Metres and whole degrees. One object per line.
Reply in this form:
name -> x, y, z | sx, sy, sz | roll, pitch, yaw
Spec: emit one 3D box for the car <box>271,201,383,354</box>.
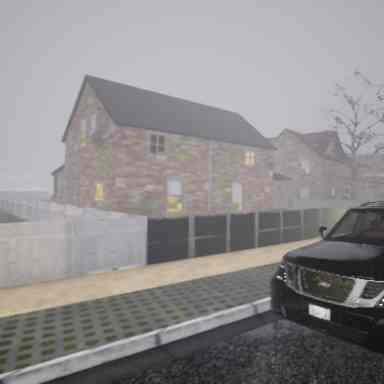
car -> 3.851, 1.217, 6.054 | 5.566, 2.045, 2.150 | 0, 0, -38
